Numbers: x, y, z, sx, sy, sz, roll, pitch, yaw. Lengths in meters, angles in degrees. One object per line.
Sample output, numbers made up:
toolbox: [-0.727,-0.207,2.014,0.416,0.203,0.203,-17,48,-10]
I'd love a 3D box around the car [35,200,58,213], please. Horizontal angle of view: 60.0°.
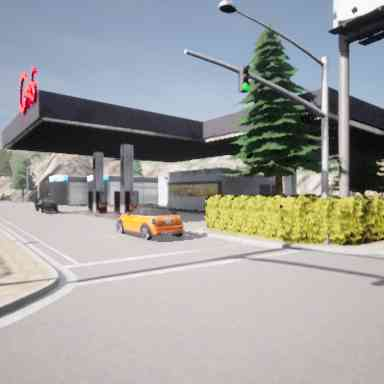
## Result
car: [-17.080,1.688,38.974,1.837,1.490,4.892,0,0,-35]

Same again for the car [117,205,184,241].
car: [-2.404,1.512,18.253,2.097,1.767,4.553,0,0,-35]
